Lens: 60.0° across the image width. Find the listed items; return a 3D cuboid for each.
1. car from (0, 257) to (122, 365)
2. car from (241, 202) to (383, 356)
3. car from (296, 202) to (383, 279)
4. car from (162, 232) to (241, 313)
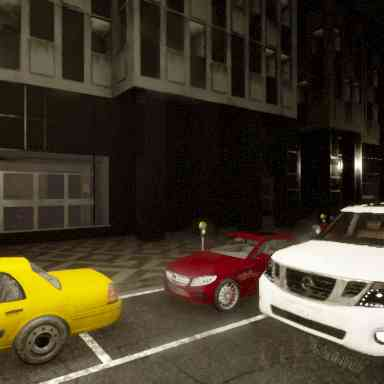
[{"bbox_3d":[-3.362,1.525,4.257,4.829,1.417,1.752,0,0,-35],"label":"car"},{"bbox_3d":[3.715,1.221,6.017,5.566,2.045,2.150,0,0,-35],"label":"car"},{"bbox_3d":[5.909,1.314,10.847,5.009,1.841,2.192,0,0,-35],"label":"car"},{"bbox_3d":[1.342,1.581,7.601,4.206,1.307,1.802,0,0,-35],"label":"car"}]
